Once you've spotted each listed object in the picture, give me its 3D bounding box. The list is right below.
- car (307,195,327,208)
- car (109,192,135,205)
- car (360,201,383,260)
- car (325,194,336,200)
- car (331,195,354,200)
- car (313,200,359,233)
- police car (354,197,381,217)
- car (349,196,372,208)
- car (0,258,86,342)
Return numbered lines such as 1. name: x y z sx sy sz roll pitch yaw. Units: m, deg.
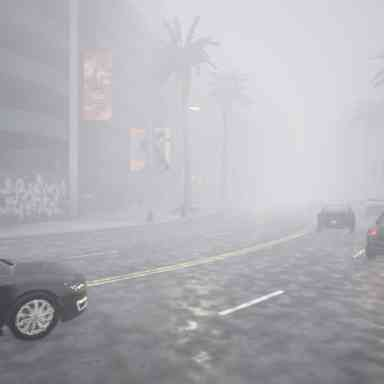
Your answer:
1. car: 17.336 1.540 46.631 1.994 1.385 4.181 0 0 16
2. car: -10.836 0.982 51.444 2.435 2.045 5.566 0 0 16
3. car: 7.637 1.348 11.679 2.097 1.767 4.553 0 0 38
4. car: 32.877 1.318 77.300 2.185 1.767 4.553 0 0 16
5. car: 20.525 1.506 45.051 1.812 1.442 4.674 0 0 16
6. car: 8.722 1.469 19.927 1.882 1.535 5.008 0 0 28
7. police car: 15.514 1.414 28.440 1.930 1.638 5.238 0 0 18
8. car: 24.785 1.461 49.062 2.231 1.521 4.892 0 0 16
9. car: -4.078 1.498 4.877 4.892 1.490 1.837 0 0 -35
